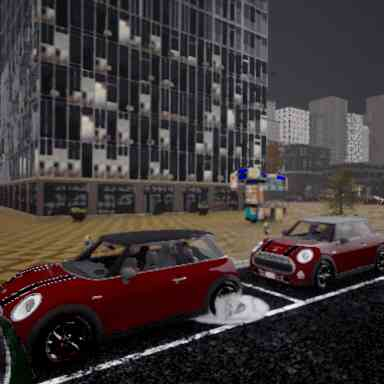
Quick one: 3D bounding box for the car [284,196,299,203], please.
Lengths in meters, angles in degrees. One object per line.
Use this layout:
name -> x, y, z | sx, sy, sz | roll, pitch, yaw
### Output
car -> 22.979, 1.554, 75.485 | 1.967, 1.590, 4.097 | 0, -1, -35

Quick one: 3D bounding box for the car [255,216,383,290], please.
car -> 3.465, 1.424, 8.975 | 4.097, 1.590, 1.967 | 0, 1, -35

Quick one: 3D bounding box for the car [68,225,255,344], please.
car -> -1.136, 1.436, 5.701 | 4.097, 1.590, 1.967 | 0, 1, -35

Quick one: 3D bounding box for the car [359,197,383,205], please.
car -> 33.170, 1.613, 60.907 | 1.802, 1.307, 4.206 | 0, -1, -35

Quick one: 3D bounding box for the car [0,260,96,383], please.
car -> -2.971, 1.355, 1.257 | 4.553, 1.767, 2.097 | 0, 0, -36

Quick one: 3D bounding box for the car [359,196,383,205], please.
car -> 28.587, 1.351, 52.355 | 1.967, 1.590, 4.097 | 0, -1, -35

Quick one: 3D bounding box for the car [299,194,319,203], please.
car -> 26.167, 1.403, 70.941 | 2.192, 1.841, 5.009 | 0, -1, -35
